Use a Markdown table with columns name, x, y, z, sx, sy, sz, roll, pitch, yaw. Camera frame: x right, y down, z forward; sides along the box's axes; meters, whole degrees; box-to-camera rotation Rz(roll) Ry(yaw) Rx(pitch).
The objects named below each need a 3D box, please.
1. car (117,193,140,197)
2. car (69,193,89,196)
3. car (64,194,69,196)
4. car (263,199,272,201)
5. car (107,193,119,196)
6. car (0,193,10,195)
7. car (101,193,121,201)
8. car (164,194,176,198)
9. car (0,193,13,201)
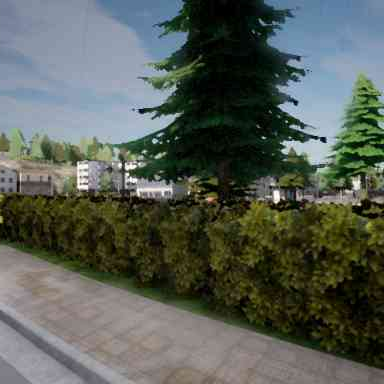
| name | x | y | z | sx | sy | sz | roll | pitch | yaw |
| --- | --- | --- | --- | --- | --- | --- | --- | --- | --- |
| car | -9.692 | 1.371 | 53.878 | 3.806 | 1.475 | 1.970 | 0 | 0 | -45 |
| car | -26.512 | 1.131 | 81.228 | 5.027 | 1.636 | 2.152 | 0 | 0 | -45 |
| car | -31.237 | 1.208 | 85.583 | 3.806 | 1.475 | 1.970 | 0 | 0 | -45 |
| car | 9.908 | 1.471 | 44.336 | 5.008 | 1.535 | 1.882 | 0 | 0 | -45 |
| car | -15.223 | 1.080 | 70.309 | 4.605 | 1.855 | 1.932 | 0 | 0 | -45 |
| car | -23.119 | 1.317 | 40.911 | 5.027 | 1.636 | 2.152 | 0 | 0 | -45 |
| car | -17.552 | 1.058 | 72.095 | 3.866 | 1.878 | 1.905 | 0 | 0 | -45 |
| car | -2.224 | 1.214 | 37.421 | 5.566 | 2.045 | 2.150 | 0 | 0 | -45 |
| car | -41.120 | 1.073 | 71.295 | 4.605 | 1.855 | 1.932 | 0 | 0 | -45 |
